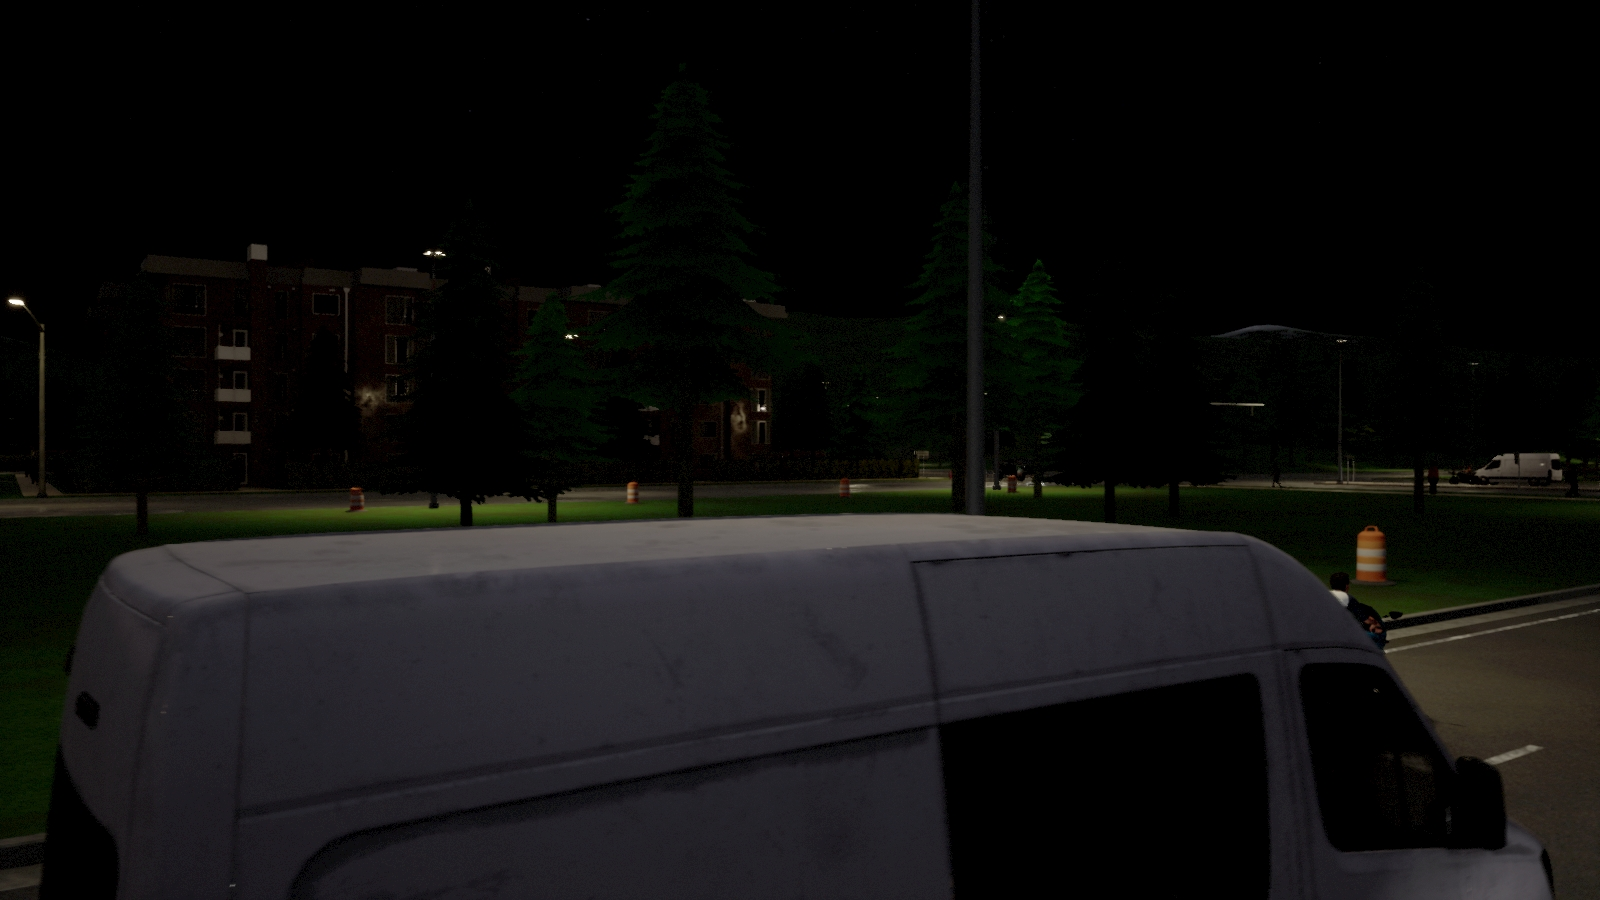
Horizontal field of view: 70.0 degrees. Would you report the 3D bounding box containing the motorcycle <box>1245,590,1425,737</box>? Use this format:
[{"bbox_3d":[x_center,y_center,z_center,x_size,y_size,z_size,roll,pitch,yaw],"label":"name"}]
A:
[{"bbox_3d":[5.640,2.187,12.005,2.033,1.199,0.803,0,0,-35],"label":"motorcycle"}]

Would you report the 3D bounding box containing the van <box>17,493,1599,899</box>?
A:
[{"bbox_3d":[0.676,1.535,4.263,5.915,2.561,1.988,0,0,-35],"label":"van"}]
